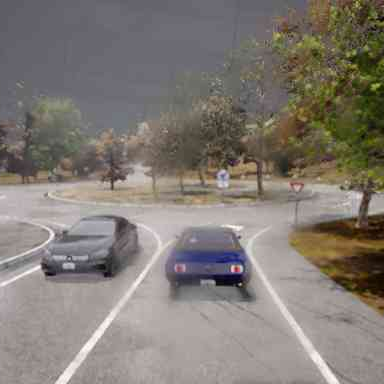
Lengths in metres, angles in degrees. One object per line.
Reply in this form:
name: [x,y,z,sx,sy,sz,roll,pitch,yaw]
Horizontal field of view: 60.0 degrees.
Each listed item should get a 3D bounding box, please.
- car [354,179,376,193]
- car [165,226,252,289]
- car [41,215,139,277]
car: [19.983,-0.786,39.147,1.837,1.490,4.892,2,5,9]
car: [0.452,1.611,9.318,1.895,1.301,4.718,0,1,3]
car: [-2.897,1.496,10.470,1.812,1.442,4.674,0,1,3]
